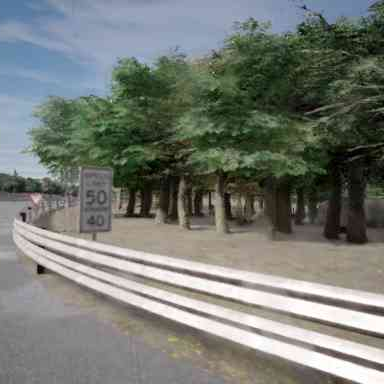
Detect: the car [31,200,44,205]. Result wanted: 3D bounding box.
[{"bbox_3d":[-35.336,2.434,76.270,2.033,1.411,5.357,1,-1,-9],"label":"car"}]
